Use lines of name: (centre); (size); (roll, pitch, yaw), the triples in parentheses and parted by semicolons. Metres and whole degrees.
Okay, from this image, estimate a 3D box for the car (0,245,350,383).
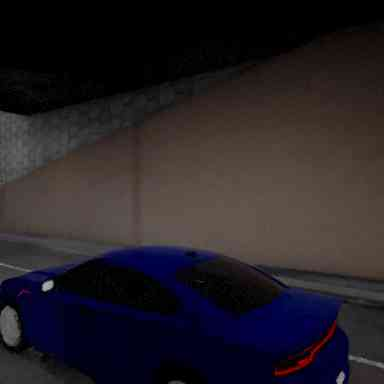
car: (-0.679, 1.467, 4.421); (5.008, 1.535, 1.882); (0, 0, 36)
